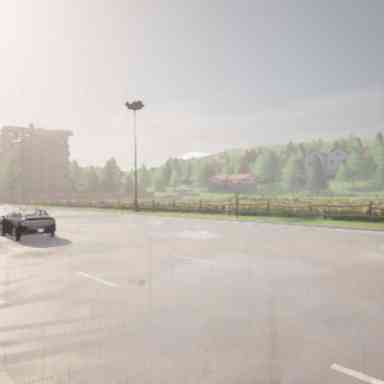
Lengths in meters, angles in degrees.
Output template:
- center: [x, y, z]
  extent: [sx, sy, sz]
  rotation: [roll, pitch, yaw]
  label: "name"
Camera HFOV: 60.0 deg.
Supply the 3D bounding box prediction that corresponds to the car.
- center: [-8.736, 1.618, 17.589]
  extent: [2.128, 1.511, 4.902]
  rotation: [-1, 0, -40]
  label: "car"
